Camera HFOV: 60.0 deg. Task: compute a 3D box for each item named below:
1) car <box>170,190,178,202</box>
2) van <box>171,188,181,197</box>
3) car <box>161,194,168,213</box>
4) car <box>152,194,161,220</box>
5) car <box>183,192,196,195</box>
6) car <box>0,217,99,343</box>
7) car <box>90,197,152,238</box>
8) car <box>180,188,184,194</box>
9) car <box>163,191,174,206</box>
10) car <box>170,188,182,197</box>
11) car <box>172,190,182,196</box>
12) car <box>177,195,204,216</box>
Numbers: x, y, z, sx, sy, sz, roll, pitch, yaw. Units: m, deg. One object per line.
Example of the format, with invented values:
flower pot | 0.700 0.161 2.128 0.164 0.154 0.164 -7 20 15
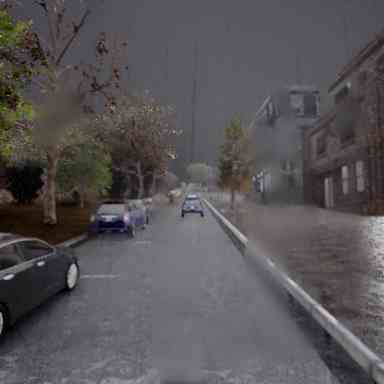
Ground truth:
car | -3.738 0.865 50.701 2.163 1.488 4.792 0 1 2
van | -3.783 0.143 78.634 1.878 1.987 4.442 0 1 2
car | -3.702 1.191 28.384 2.231 1.521 4.892 0 1 2
car | -3.694 1.149 22.786 2.185 1.767 4.553 0 1 2
car | 0.007 1.004 43.219 1.812 1.442 4.674 0 1 0
car | -3.645 1.484 6.080 2.231 1.521 4.892 1 1 2
car | -3.684 1.233 17.216 2.185 1.767 4.553 0 1 2
car | -3.777 0.211 72.976 2.435 2.045 5.566 0 1 2
car | -3.714 1.010 39.716 1.946 1.575 5.366 0 1 2
car | -3.768 0.557 67.377 2.097 1.535 5.008 0 1 2
car | -3.789 0.273 84.276 1.946 1.575 5.366 0 1 2
car | 0.049 1.255 28.534 2.033 1.411 5.357 0 1 0
